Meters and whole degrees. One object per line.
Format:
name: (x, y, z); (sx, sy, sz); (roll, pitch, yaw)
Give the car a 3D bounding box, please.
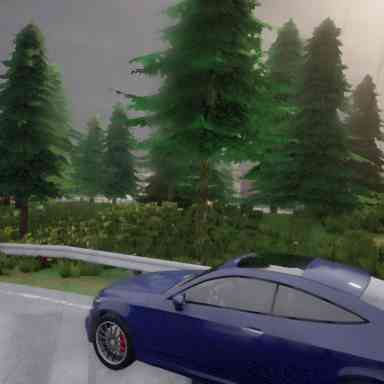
car: (0.788, 1.499, 4.077); (4.674, 1.442, 1.812); (1, 1, 31)
